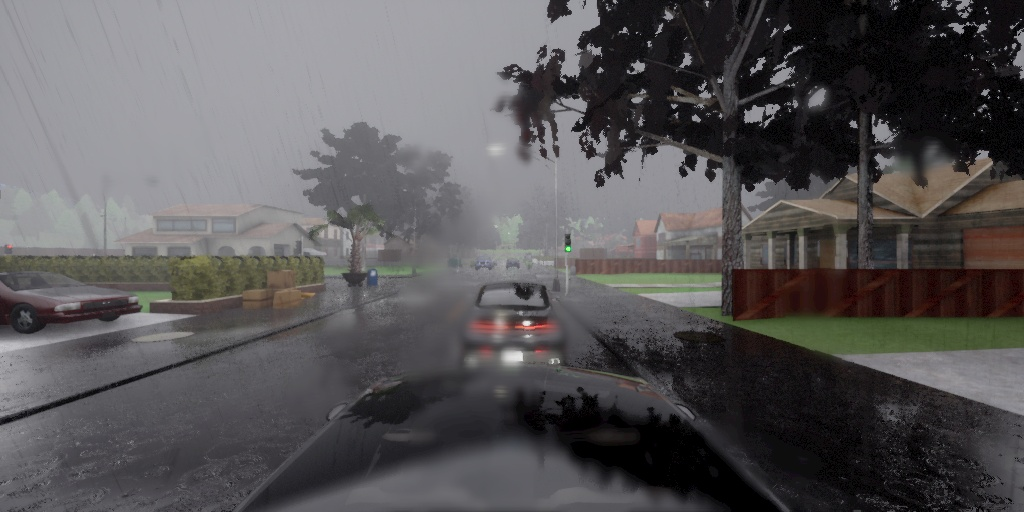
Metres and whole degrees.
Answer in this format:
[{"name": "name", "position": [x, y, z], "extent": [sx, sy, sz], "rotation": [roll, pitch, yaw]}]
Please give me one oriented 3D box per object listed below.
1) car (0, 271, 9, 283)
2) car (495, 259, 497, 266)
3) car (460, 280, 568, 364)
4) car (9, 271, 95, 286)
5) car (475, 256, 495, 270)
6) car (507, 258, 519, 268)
[{"name": "car", "position": [-43.845, 1.240, 30.838], "extent": [4.902, 1.511, 2.128], "rotation": [0, 0, 0]}, {"name": "car", "position": [-4.013, 1.239, 62.288], "extent": [2.128, 1.511, 4.902], "rotation": [0, 0, 0]}, {"name": "car", "position": [0.050, 1.255, 7.782], "extent": [1.837, 1.490, 4.892], "rotation": [0, 0, 1]}, {"name": "car", "position": [-33.613, 1.101, 26.735], "extent": [4.553, 1.767, 2.097], "rotation": [0, 0, 0]}, {"name": "car", "position": [-4.050, 0.969, 52.238], "extent": [2.150, 2.045, 5.566], "rotation": [0, 0, 0]}, {"name": "car", "position": [0.154, 1.099, 61.176], "extent": [2.097, 1.767, 4.553], "rotation": [0, 0, 0]}]
